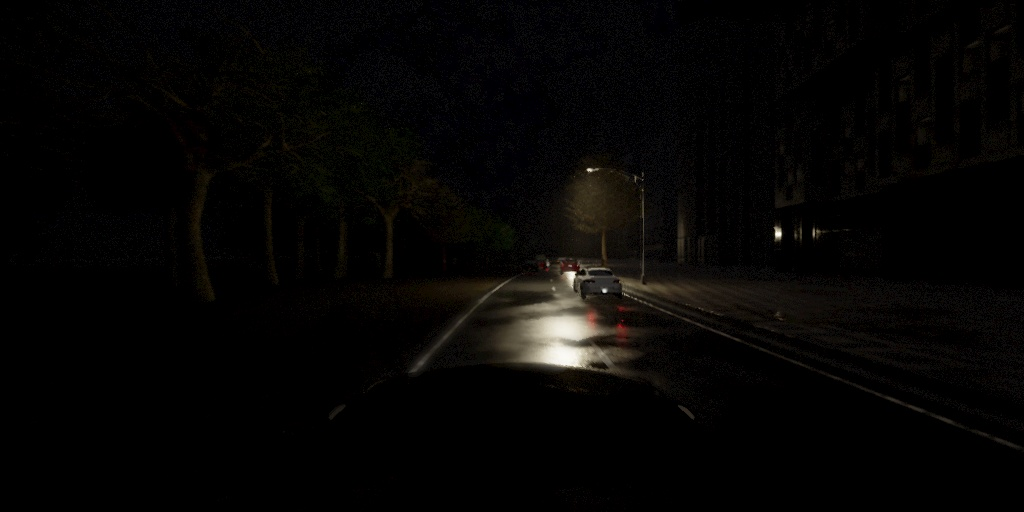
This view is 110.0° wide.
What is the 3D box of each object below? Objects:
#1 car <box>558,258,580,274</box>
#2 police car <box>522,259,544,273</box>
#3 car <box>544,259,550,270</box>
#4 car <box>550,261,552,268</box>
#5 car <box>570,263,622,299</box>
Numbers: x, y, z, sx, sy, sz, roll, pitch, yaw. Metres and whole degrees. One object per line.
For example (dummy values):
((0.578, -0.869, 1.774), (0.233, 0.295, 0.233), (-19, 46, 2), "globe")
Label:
((6.665, 1.092, 40.841), (2.097, 1.767, 4.553), (0, 0, 9), "car")
((2.459, 1.175, 44.359), (1.930, 1.638, 5.238), (0, 0, 9), "police car")
((4.221, 1.223, 54.063), (1.882, 1.535, 5.008), (0, 0, 11), "car")
((5.461, 1.268, 59.919), (1.812, 1.442, 4.674), (0, 0, 13), "car")
((4.177, 1.270, 17.877), (1.812, 1.442, 4.674), (0, 0, 4), "car")
